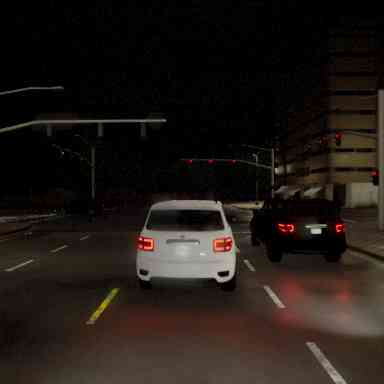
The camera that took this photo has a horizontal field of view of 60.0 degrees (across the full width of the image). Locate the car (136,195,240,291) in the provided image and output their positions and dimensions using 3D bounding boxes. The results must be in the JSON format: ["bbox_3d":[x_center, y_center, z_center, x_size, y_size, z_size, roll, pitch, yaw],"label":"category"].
[{"bbox_3d":[0.024,1.221,9.222,2.150,2.045,5.566,0,0,4],"label":"car"}]

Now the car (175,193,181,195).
[{"bbox_3d":[-3.297,1.352,51.962,2.097,1.767,4.553,0,0,3],"label":"car"}]

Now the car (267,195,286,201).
[{"bbox_3d":[21.912,1.524,86.309,4.674,1.442,1.812,0,0,-22],"label":"car"}]

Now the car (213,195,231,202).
[{"bbox_3d":[7.277,1.500,79.999,1.837,1.490,4.892,0,0,42],"label":"car"}]

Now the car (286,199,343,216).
[{"bbox_3d":[12.191,1.533,33.209,5.008,1.535,1.882,0,0,0],"label":"car"}]

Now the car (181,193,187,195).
[{"bbox_3d":[-2.210,1.221,61.782,2.150,2.045,5.566,0,0,14],"label":"car"}]

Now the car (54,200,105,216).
[{"bbox_3d":[-11.133,1.548,33.097,4.892,1.490,1.837,0,0,0],"label":"car"}]

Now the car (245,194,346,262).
[{"bbox_3d":[3.588,1.221,12.245,2.150,2.045,5.566,0,0,0],"label":"car"}]

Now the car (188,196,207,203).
[{"bbox_3d":[1.275,1.540,71.528,2.033,1.411,5.357,0,0,27],"label":"car"}]

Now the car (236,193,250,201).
[{"bbox_3d":[13.140,1.225,80.799,5.566,2.045,2.150,0,0,-41],"label":"car"}]

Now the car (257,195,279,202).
[{"bbox_3d":[18.268,1.540,80.287,5.357,1.411,2.033,0,0,-33],"label":"car"}]
